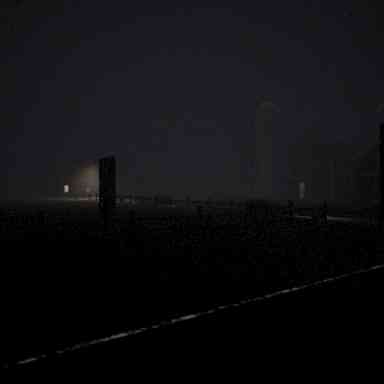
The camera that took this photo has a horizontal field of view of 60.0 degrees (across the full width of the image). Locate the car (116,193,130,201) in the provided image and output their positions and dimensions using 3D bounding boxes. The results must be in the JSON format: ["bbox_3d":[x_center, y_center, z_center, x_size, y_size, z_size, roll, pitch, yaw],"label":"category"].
[{"bbox_3d":[-12.824,0.731,60.394,2.033,1.411,5.357,-1,1,-36],"label":"car"}]

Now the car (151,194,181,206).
[{"bbox_3d":[-3.525,1.136,47.304,1.837,1.490,4.892,-1,1,-36],"label":"car"}]

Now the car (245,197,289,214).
[{"bbox_3d":[7.288,1.297,32.250,2.128,1.511,4.902,-1,1,-36],"label":"car"}]

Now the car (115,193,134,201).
[{"bbox_3d":[-13.511,0.907,66.064,1.837,1.490,4.892,-1,1,-36],"label":"car"}]

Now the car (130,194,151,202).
[{"bbox_3d":[-8.653,1.085,59.333,1.895,1.301,4.718,-1,1,-36],"label":"car"}]
